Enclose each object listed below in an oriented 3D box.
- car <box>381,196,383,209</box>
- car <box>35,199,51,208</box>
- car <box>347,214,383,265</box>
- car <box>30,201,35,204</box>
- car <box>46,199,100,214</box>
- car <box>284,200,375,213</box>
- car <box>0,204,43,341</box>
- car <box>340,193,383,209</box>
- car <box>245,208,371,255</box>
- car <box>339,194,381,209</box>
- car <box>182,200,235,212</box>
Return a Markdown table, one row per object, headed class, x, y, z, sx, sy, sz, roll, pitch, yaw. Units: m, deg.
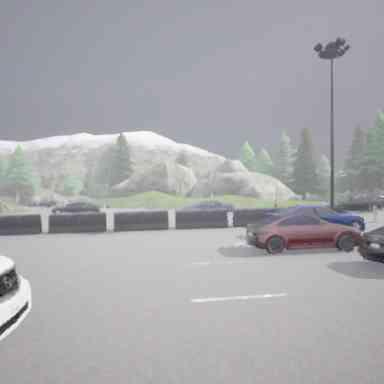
| class | x | y | z | sx | sy | sz | roll | pitch | yaw |
| --- | --- | --- | --- | --- | --- | --- | --- | --- | --- |
| car | 19.994 | 1.197 | 36.470 | 4.902 | 1.511 | 2.128 | -1 | 0 | -8 |
| car | -24.011 | 1.889 | 55.446 | 1.812 | 1.442 | 4.674 | 0 | -1 | -43 |
| car | 7.091 | 1.435 | 9.596 | 4.181 | 1.385 | 1.994 | -1 | 0 | -8 |
| car | -34.804 | 2.782 | 73.924 | 1.812 | 1.442 | 4.674 | 0 | -3 | -15 |
| car | -12.312 | 1.787 | 35.225 | 4.892 | 1.490 | 1.837 | -1 | 0 | -8 |
| car | 6.018 | 1.384 | 16.515 | 5.008 | 1.535 | 1.882 | -1 | 0 | -8 |
| car | -5.191 | 1.326 | 4.245 | 5.566 | 2.045 | 2.150 | -1 | 0 | -8 |
| car | 20.513 | 1.059 | 40.082 | 4.553 | 1.767 | 2.097 | -1 | 0 | -8 |
| car | 4.148 | 1.495 | 12.699 | 4.181 | 1.385 | 1.994 | -1 | 0 | -8 |
| car | 15.276 | 1.133 | 32.239 | 4.553 | 1.767 | 2.097 | -1 | 0 | -8 |
| car | 1.573 | 1.566 | 33.744 | 5.357 | 1.411 | 2.033 | -1 | 0 | -8 |
